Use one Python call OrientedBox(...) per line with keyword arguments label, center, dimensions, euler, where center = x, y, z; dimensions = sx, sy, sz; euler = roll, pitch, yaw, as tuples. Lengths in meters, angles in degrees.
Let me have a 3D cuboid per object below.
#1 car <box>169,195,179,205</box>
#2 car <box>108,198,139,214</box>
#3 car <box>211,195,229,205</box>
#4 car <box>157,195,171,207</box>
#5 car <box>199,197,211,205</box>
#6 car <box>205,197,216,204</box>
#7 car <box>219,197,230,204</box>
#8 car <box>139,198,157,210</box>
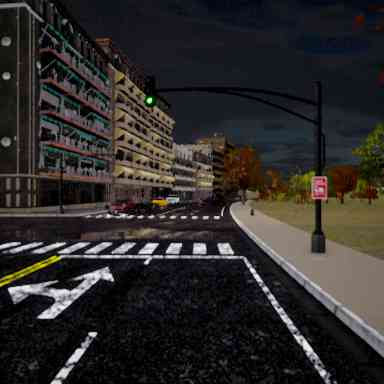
OrientedBox(label="car", center=(-4.043, 1.631, 68.888), dimensions=(2.150, 2.045, 5.566), euler=(0, 0, 9))
OrientedBox(label="car", center=(-8.010, 1.531, 38.195), dimensions=(2.097, 1.767, 4.553), euler=(0, 0, 5))
OrientedBox(label="car", center=(5.787, 1.635, 68.594), dimensions=(2.150, 2.045, 5.566), euler=(0, -1, 10))
OrientedBox(label="car", center=(-5.633, 1.802, 58.435), dimensions=(1.882, 1.535, 5.008), euler=(0, 0, 8))
OrientedBox(label="car", center=(2.568, 1.907, 69.055), dimensions=(2.128, 1.511, 4.902), euler=(0, -1, 10))
OrientedBox(label="car", center=(4.403, 1.935, 79.253), dimensions=(1.882, 1.535, 5.008), euler=(0, -1, 12))
OrientedBox(label="car", center=(7.678, 1.989, 79.055), dimensions=(2.128, 1.511, 4.902), euler=(0, -1, 12))
OrientedBox(label="car", center=(-6.981, 1.851, 48.222), dimensions=(1.895, 1.301, 4.718), euler=(0, 0, 7))
